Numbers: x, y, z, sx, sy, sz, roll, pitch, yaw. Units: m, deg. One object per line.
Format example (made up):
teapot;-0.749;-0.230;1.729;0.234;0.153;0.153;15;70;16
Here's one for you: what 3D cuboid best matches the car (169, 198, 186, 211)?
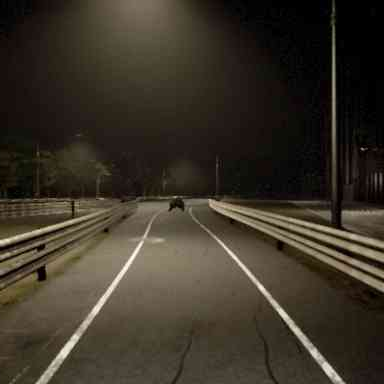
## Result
car;-1.839;1.577;42.120;1.837;1.490;4.892;0;0;0
